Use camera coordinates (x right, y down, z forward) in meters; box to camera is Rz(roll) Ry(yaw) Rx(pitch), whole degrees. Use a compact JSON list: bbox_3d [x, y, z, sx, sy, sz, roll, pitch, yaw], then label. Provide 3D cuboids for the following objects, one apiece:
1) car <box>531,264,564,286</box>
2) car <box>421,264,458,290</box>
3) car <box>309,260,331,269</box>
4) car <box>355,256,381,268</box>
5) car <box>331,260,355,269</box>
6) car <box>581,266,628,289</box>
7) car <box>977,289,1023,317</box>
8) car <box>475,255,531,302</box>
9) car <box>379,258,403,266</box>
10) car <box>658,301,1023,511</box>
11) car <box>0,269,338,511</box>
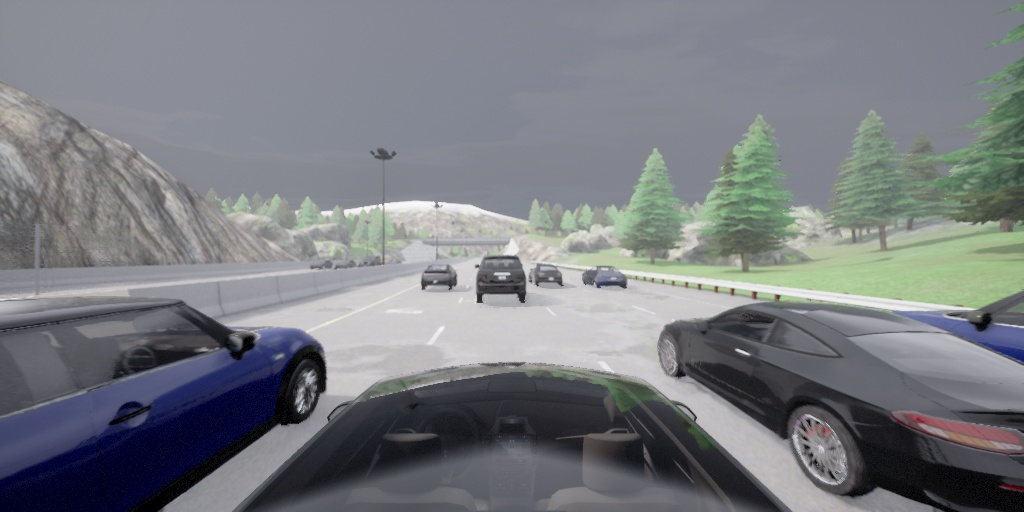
[{"bbox_3d":[2.307,1.290,25.036,1.812,1.442,4.674,0,0,-5],"label":"car"},{"bbox_3d":[-4.519,1.258,22.689,2.128,1.511,4.902,0,0,-4],"label":"car"},{"bbox_3d":[-28.107,1.313,53.091,1.837,1.490,4.892,0,0,-5],"label":"car"},{"bbox_3d":[-21.145,1.002,53.870,2.150,2.045,5.566,0,0,-5],"label":"car"},{"bbox_3d":[-24.613,1.309,53.290,1.837,1.490,4.892,0,0,-4],"label":"car"},{"bbox_3d":[5.946,1.325,23.495,1.994,1.385,4.181,0,0,-4],"label":"car"},{"bbox_3d":[6.979,1.101,4.186,2.097,1.767,4.553,0,0,-1],"label":"car"},{"bbox_3d":[-0.588,0.982,17.184,2.150,2.045,5.566,0,0,-4],"label":"car"},{"bbox_3d":[-17.603,1.286,53.388,2.128,1.511,4.902,0,0,-4],"label":"car"},{"bbox_3d":[3.495,1.276,4.369,1.812,1.442,4.674,0,0,-1],"label":"car"},{"bbox_3d":[-3.487,1.105,2.888,2.097,1.767,4.553,0,0,0],"label":"car"}]
